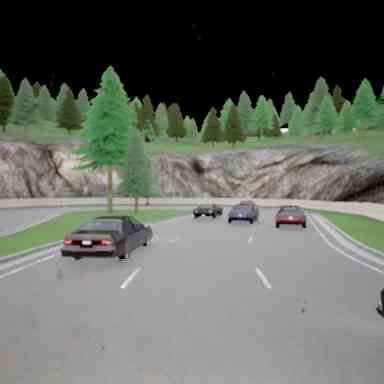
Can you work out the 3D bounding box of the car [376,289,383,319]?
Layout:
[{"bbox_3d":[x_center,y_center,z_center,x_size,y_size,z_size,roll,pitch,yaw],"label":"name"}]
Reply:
[{"bbox_3d":[3.633,1.611,2.784,1.895,1.301,4.718,0,0,1],"label":"car"}]

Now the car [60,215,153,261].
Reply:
[{"bbox_3d":[-2.908,1.589,12.525,2.033,1.411,5.357,0,0,6],"label":"car"}]

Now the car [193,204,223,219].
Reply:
[{"bbox_3d":[1.564,1.701,30.232,1.895,1.301,4.718,0,0,15],"label":"car"}]

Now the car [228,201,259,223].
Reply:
[{"bbox_3d":[4.082,1.651,26.183,1.994,1.385,4.181,0,0,17],"label":"car"}]

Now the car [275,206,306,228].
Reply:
[{"bbox_3d":[6.869,1.641,23.207,1.994,1.385,4.181,0,0,16],"label":"car"}]
